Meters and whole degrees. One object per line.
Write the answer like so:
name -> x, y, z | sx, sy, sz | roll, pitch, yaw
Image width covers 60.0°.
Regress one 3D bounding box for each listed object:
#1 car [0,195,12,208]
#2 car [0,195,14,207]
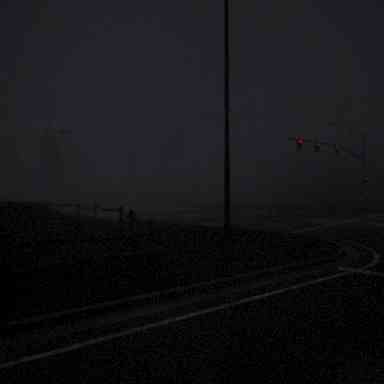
car -> -27.491, 1.410, 45.020 | 5.008, 1.535, 1.882 | 0, 0, 0
car -> -28.837, 1.276, 48.495 | 4.553, 1.767, 2.097 | 0, 0, 0
